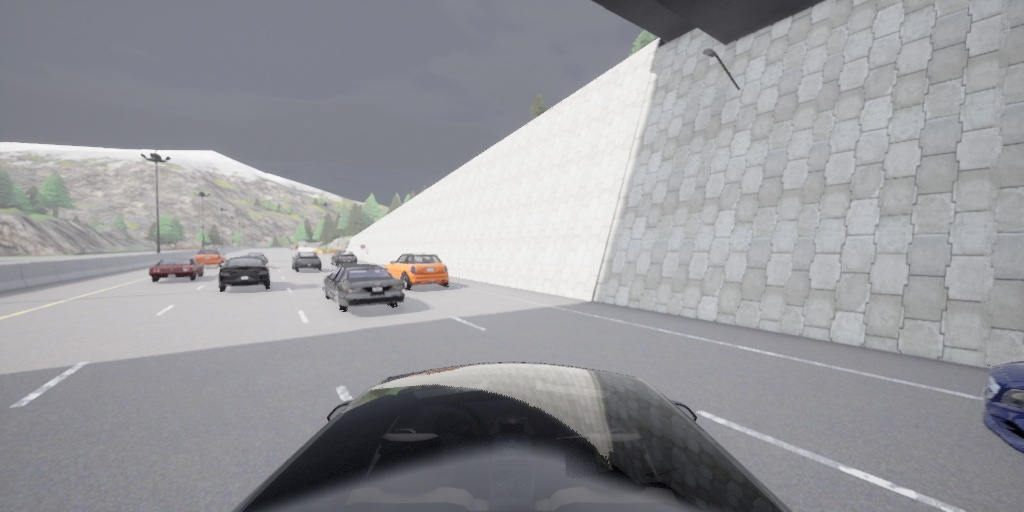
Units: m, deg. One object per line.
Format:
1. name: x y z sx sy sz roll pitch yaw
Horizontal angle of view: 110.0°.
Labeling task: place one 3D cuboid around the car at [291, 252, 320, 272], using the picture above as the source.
1. car: -16.808 0.423 29.322 2.128 1.511 4.902 -1 2 -34

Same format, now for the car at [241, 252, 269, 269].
1. car: -23.457 0.389 32.831 1.994 1.385 4.181 -1 2 -34

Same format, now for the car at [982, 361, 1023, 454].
1. car: 6.283 1.275 1.844 1.812 1.442 4.674 -1 2 -34

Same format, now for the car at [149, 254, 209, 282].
1. car: -19.991 0.757 21.592 1.895 1.301 4.718 -1 2 -34

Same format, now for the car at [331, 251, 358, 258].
1. car: -16.260 0.265 34.710 2.128 1.511 4.902 -1 2 -34

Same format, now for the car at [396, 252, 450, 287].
1. car: -4.953 0.615 18.222 2.097 1.767 4.553 -1 2 -34

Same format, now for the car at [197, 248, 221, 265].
1. car: -28.218 0.153 33.579 2.097 1.767 4.553 -1 2 -34

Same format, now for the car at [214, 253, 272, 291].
1. car: -13.080 0.752 17.699 1.882 1.535 5.008 -1 2 -34

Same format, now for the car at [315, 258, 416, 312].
1. car: -5.399 0.972 12.688 2.033 1.411 5.357 -1 2 -34
